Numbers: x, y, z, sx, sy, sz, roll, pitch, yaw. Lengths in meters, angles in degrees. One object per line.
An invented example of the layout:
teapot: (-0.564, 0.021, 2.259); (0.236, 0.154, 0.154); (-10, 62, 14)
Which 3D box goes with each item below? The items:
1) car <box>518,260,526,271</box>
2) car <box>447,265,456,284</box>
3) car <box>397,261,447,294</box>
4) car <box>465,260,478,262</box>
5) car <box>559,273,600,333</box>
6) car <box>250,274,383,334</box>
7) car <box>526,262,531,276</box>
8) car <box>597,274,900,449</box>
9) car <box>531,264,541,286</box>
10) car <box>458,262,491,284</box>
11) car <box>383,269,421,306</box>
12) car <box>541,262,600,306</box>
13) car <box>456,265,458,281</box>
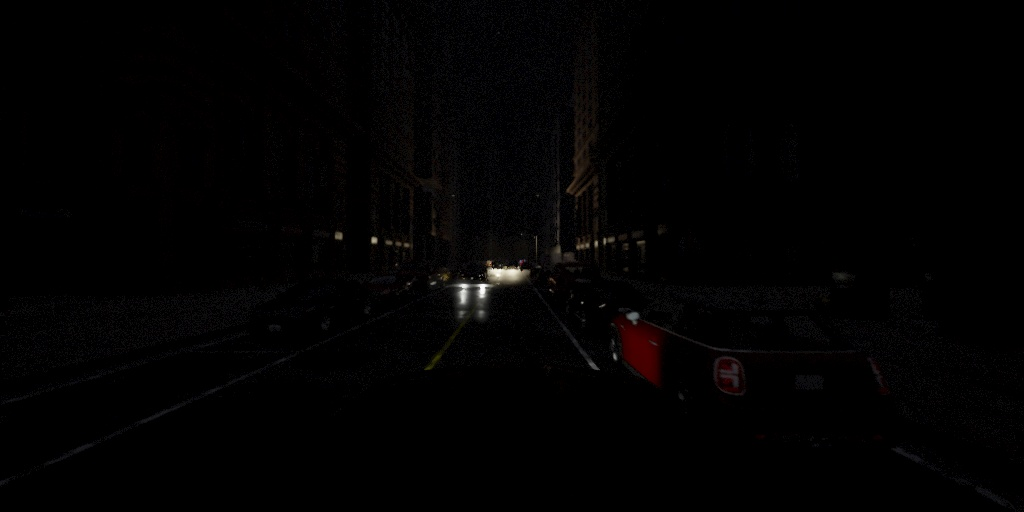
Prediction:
car: (2.402, 1.744, 60.578); (1.812, 1.442, 4.674); (0, 0, 0)
car: (-5.740, 1.481, 27.511); (1.751, 1.417, 4.829); (0, 0, 0)
car: (-5.745, 1.226, 22.079); (2.192, 1.841, 5.009); (0, 0, 0)
car: (-5.726, 1.529, 44.485); (1.967, 1.591, 4.097); (0, 0, 0)
car: (2.771, 1.388, 10.872); (1.948, 1.339, 4.313); (0, 0, 0)
car: (-5.754, 1.388, 10.876); (1.948, 1.339, 4.313); (0, 0, 0)
car: (2.795, 1.590, 38.882); (1.888, 1.381, 4.507); (0, 0, 0)
car: (2.767, 1.218, 5.270); (1.967, 1.591, 4.097); (0, 0, 0)
car: (2.785, 1.506, 27.678); (2.007, 1.370, 4.403); (0, 0, 0)
car: (-3.072, 1.479, 30.041); (1.837, 1.490, 4.892); (0, 0, 0)
car: (-5.749, 1.449, 16.477); (1.802, 1.307, 4.207); (0, 0, 0)
car: (2.776, 1.181, 16.474); (2.192, 1.841, 5.009); (0, 0, 0)
car: (-5.735, 1.551, 33.282); (2.007, 1.370, 4.403); (0, 0, 0)
